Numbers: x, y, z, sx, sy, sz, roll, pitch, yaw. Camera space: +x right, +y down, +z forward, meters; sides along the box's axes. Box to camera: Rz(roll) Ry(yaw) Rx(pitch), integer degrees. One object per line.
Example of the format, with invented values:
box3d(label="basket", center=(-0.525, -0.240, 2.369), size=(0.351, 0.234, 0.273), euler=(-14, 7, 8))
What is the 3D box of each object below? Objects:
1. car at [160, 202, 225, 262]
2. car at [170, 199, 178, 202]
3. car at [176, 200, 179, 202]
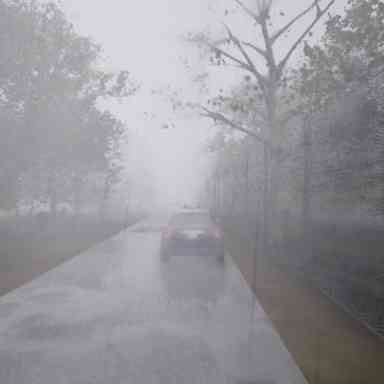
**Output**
box3d(label="car", center=(0.036, 1.407, 12.523), size=(2.097, 1.767, 4.553), euler=(0, 0, 0))
box3d(label="car", center=(-3.026, 1.963, 58.137), size=(2.033, 1.411, 5.357), euler=(0, -1, 0))
box3d(label="car", center=(-0.004, 1.614, 27.586), size=(2.128, 1.511, 4.902), euler=(0, 0, 0))
